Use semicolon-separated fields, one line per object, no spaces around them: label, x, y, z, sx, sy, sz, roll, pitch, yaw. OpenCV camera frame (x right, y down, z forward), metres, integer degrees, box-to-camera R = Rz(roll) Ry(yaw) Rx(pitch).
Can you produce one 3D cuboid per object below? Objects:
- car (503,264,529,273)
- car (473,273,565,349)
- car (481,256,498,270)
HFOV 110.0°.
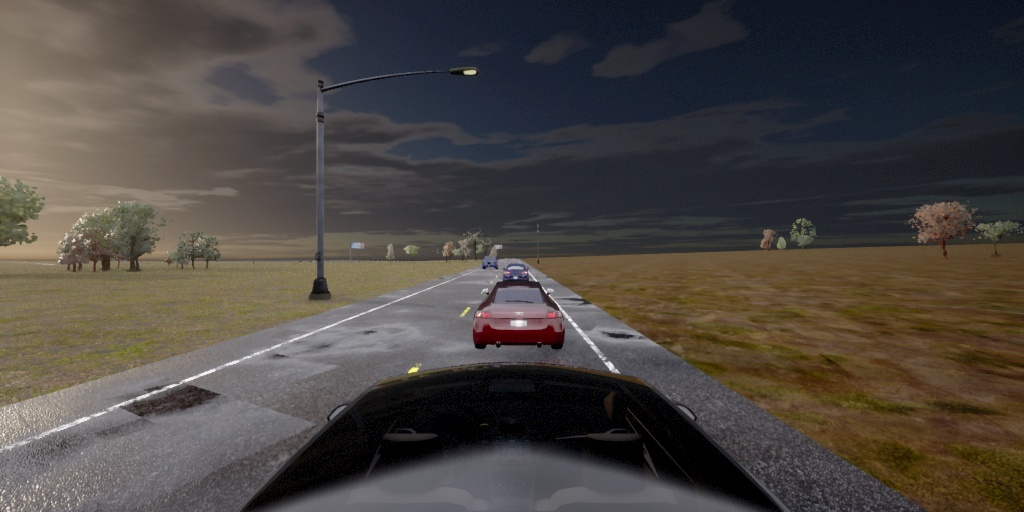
car;0.292;1.281;26.460;1.812;1.442;4.674;0;0;1
car;0.155;1.316;9.169;1.994;1.385;4.181;0;0;1
car;-3.175;0.981;52.282;2.150;2.045;5.566;0;0;1
